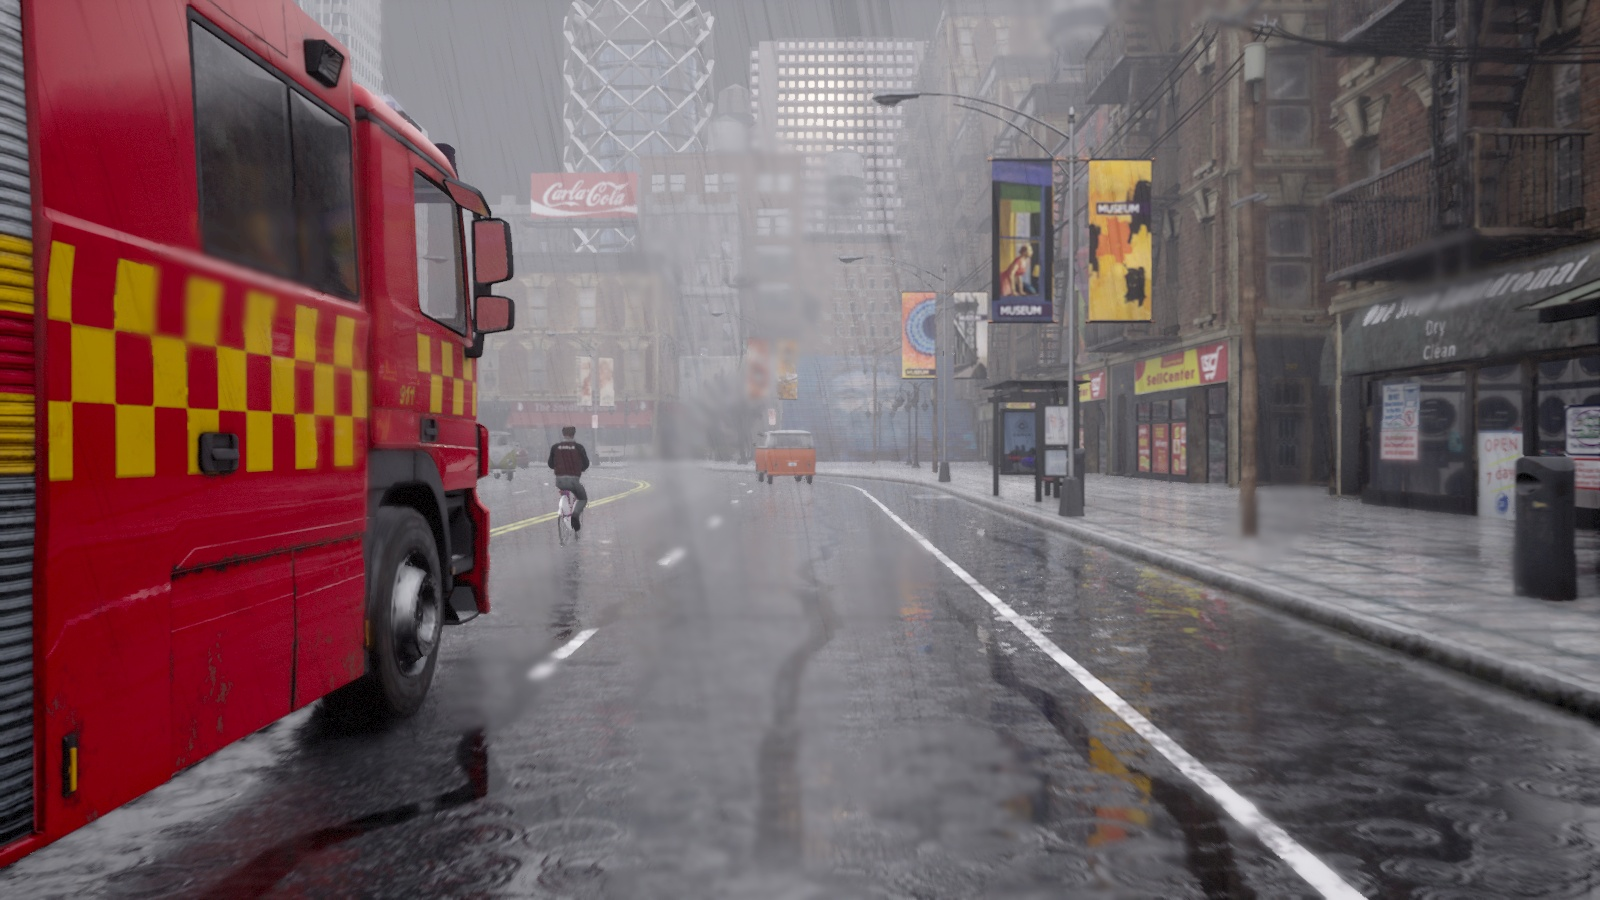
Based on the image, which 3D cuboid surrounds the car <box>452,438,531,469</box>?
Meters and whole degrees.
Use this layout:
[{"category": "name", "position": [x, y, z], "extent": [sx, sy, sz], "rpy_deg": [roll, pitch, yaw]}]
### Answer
[{"category": "car", "position": [-18.016, 0.178, 73.224], "extent": [4.553, 1.767, 2.097], "rpy_deg": [0, 0, 37]}]

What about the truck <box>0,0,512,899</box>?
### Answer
[{"category": "truck", "position": [-3.459, -0.446, 4.436], "extent": [2.891, 3.827, 8.468], "rpy_deg": [0, 0, 0]}]

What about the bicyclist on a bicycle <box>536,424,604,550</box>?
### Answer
[{"category": "bicyclist on a bicycle", "position": [-3.382, 0.509, 18.606], "extent": [0.659, 1.776, 1.843], "rpy_deg": [0, 1, 0]}]

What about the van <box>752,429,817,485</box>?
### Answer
[{"category": "van", "position": [-0.625, 0.235, 46.818], "extent": [1.775, 1.987, 4.442], "rpy_deg": [0, 0, -9]}]

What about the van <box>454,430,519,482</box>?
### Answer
[{"category": "van", "position": [-12.635, 0.205, 50.477], "extent": [1.775, 1.987, 4.442], "rpy_deg": [0, 0, -24]}]
